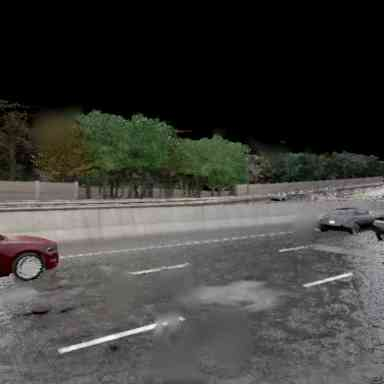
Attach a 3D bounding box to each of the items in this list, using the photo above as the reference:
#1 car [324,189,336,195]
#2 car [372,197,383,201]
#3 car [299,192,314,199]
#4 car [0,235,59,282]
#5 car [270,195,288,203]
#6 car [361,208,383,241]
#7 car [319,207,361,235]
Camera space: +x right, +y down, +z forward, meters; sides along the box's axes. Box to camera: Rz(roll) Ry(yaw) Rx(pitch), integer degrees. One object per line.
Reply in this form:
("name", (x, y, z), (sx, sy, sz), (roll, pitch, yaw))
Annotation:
("car", (35.499, -0.051, 85.615), (2.128, 1.511, 4.902), (0, 3, 41))
("car", (28.769, 1.483, 50.305), (4.892, 1.490, 1.837), (0, 0, -35))
("car", (25.415, 0.678, 73.547), (2.033, 1.411, 5.357), (0, 2, 38))
("car", (-5.917, 1.477, 8.120), (5.008, 1.535, 1.882), (0, 0, -35))
("car", (15.963, 1.229, 61.091), (1.895, 1.301, 4.718), (0, 2, 36))
("car", (10.231, 1.487, 15.316), (4.902, 1.511, 2.128), (0, 0, -35))
("car", (9.056, 1.559, 18.776), (4.181, 1.385, 1.994), (0, 0, -35))
